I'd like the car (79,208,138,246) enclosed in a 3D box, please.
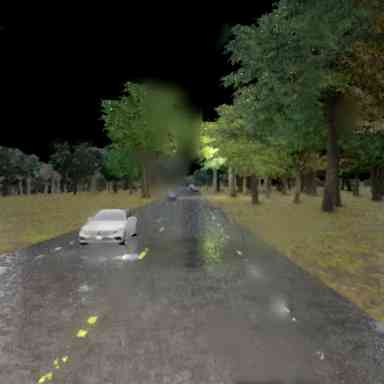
[{"bbox_3d":[-3.601,1.488,15.154,1.812,1.442,4.674,0,0,0],"label":"car"}]

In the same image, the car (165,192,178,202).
[{"bbox_3d":[-3.546,0.806,57.767,1.882,1.535,5.008,0,1,1],"label":"car"}]
